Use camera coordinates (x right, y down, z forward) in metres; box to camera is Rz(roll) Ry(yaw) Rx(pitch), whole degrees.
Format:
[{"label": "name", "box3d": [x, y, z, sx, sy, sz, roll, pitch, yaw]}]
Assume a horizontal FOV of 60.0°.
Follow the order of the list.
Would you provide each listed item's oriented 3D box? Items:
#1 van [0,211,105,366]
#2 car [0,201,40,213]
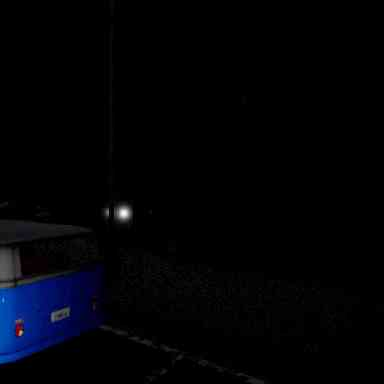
[{"label": "van", "box3d": [-3.196, 1.341, 5.357, 3.998, 1.788, 1.690, 0, 0, 36]}, {"label": "car", "box3d": [-15.406, 1.517, 28.504, 1.812, 1.442, 4.674, 0, 0, 33]}]
